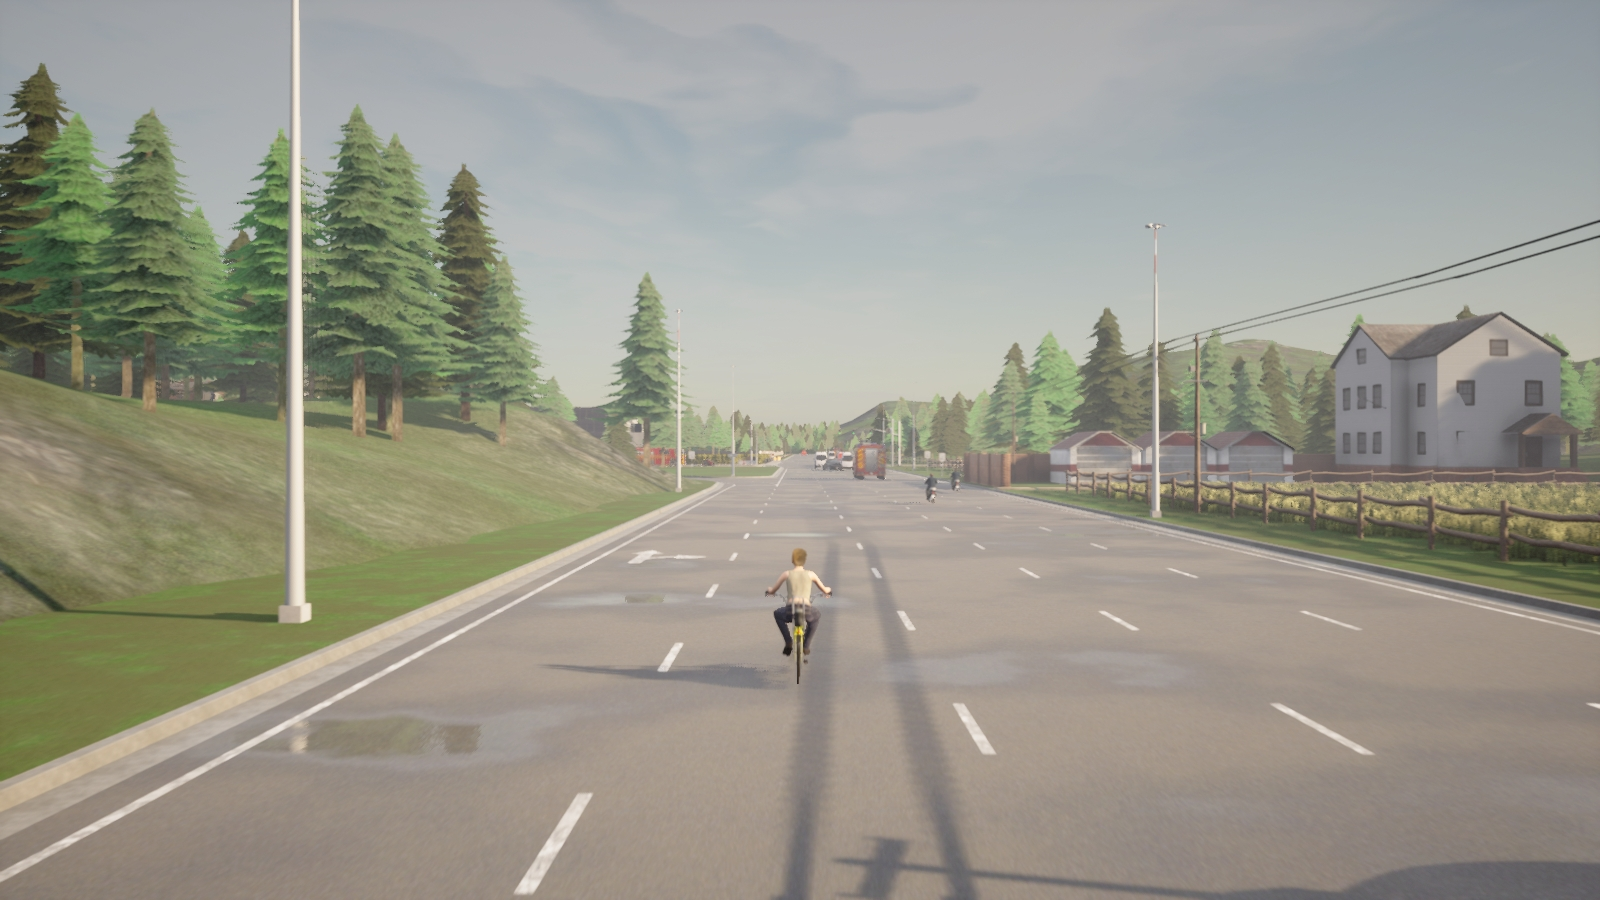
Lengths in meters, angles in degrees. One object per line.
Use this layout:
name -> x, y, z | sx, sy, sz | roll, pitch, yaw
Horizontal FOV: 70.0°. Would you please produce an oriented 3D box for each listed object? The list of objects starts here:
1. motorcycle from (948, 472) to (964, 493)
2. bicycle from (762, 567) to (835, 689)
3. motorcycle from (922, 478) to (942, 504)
motorcycle -> 10.447, 2.171, 76.579 | 0.856, 1.316, 1.805 | 0, 0, 0
bicycle -> -0.015, 2.164, 14.116 | 0.859, 1.276, 1.487 | 0, 0, 0
motorcycle -> 6.972, 2.165, 60.574 | 0.856, 1.316, 1.805 | 0, 0, 0
